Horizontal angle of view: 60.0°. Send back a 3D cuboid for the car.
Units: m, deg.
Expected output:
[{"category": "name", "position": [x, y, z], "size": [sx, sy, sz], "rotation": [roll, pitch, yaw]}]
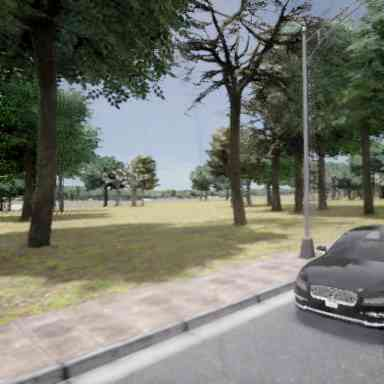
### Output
[{"category": "car", "position": [3.959, 1.484, 6.876], "size": [4.892, 1.490, 1.837], "rotation": [-1, 0, -43]}]
